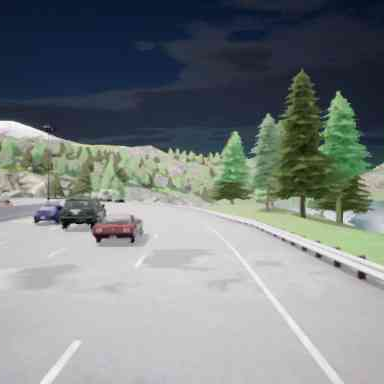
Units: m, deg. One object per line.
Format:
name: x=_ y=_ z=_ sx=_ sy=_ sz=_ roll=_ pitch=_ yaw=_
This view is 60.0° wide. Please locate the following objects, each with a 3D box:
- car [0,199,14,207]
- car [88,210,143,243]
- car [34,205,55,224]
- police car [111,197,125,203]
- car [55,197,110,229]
car: x=-25.137 y=1.740 z=43.810 sx=2.097 sy=1.767 sz=4.553 roll=0 pitch=-1 yaw=-13
car: x=-3.605 y=1.753 z=17.046 sx=1.895 sy=1.301 sz=4.718 roll=0 pitch=0 yaw=-2
car: x=-11.382 y=1.767 z=27.143 sx=1.812 sy=1.442 sz=4.674 roll=0 pitch=0 yaw=-6
police car: x=-19.717 y=2.225 z=90.254 sx=1.930 sy=1.638 sz=5.238 roll=0 pitch=-1 yaw=-29
car: x=-7.466 y=1.431 z=23.344 sx=2.150 sy=2.045 sz=5.566 roll=0 pitch=0 yaw=-5
